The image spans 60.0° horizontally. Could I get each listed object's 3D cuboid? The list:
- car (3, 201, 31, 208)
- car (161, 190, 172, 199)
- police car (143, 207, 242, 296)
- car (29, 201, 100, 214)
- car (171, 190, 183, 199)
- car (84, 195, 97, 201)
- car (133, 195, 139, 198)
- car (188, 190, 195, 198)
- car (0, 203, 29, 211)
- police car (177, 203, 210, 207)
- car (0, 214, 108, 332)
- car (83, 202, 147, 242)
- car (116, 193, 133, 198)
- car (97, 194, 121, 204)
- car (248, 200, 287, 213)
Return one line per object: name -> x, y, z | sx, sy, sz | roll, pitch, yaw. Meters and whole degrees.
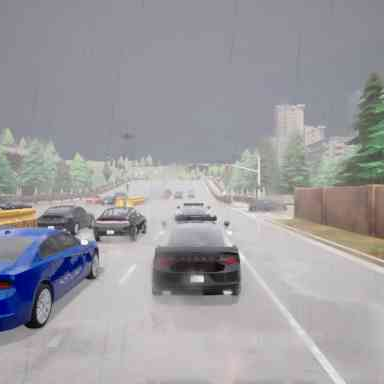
car -> -17.613, 1.601, 32.300 | 1.895, 1.301, 4.718 | 0, 0, 0
car -> -7.138, 1.071, 88.486 | 1.994, 1.385, 4.181 | 0, 4, 0
police car -> 0.097, 1.425, 8.820 | 1.930, 1.638, 5.238 | 0, 0, 0
car -> -6.906, 1.505, 18.682 | 1.837, 1.490, 4.892 | 0, 0, 0
car -> -3.635, 0.903, 88.063 | 2.097, 1.767, 4.553 | 0, 3, 0
car -> -17.588, 1.353, 59.115 | 2.097, 1.767, 4.553 | 0, 0, 0
car -> -14.090, 1.356, 80.341 | 1.882, 1.535, 5.008 | 0, 1, 0
car -> -0.154, 0.931, 91.272 | 1.895, 1.301, 4.718 | 0, 4, 0
car -> -6.903, 1.352, 9.519 | 2.097, 1.767, 4.553 | 0, 0, 0
police car -> 0.092, 1.425, 18.723 | 1.930, 1.638, 5.238 | 0, 0, 0
car -> -3.403, 1.478, 6.974 | 1.882, 1.535, 5.008 | 0, 0, 0
car -> -3.415, 1.492, 16.480 | 2.128, 1.511, 4.902 | 0, 0, 1
car -> -14.025, 1.478, 68.108 | 1.882, 1.535, 5.008 | 0, 0, 0
car -> -14.077, 1.491, 56.788 | 2.128, 1.511, 4.902 | 0, 0, -1
car -> 8.280, 1.564, 36.696 | 4.181, 1.385, 1.994 | 0, 0, 1
